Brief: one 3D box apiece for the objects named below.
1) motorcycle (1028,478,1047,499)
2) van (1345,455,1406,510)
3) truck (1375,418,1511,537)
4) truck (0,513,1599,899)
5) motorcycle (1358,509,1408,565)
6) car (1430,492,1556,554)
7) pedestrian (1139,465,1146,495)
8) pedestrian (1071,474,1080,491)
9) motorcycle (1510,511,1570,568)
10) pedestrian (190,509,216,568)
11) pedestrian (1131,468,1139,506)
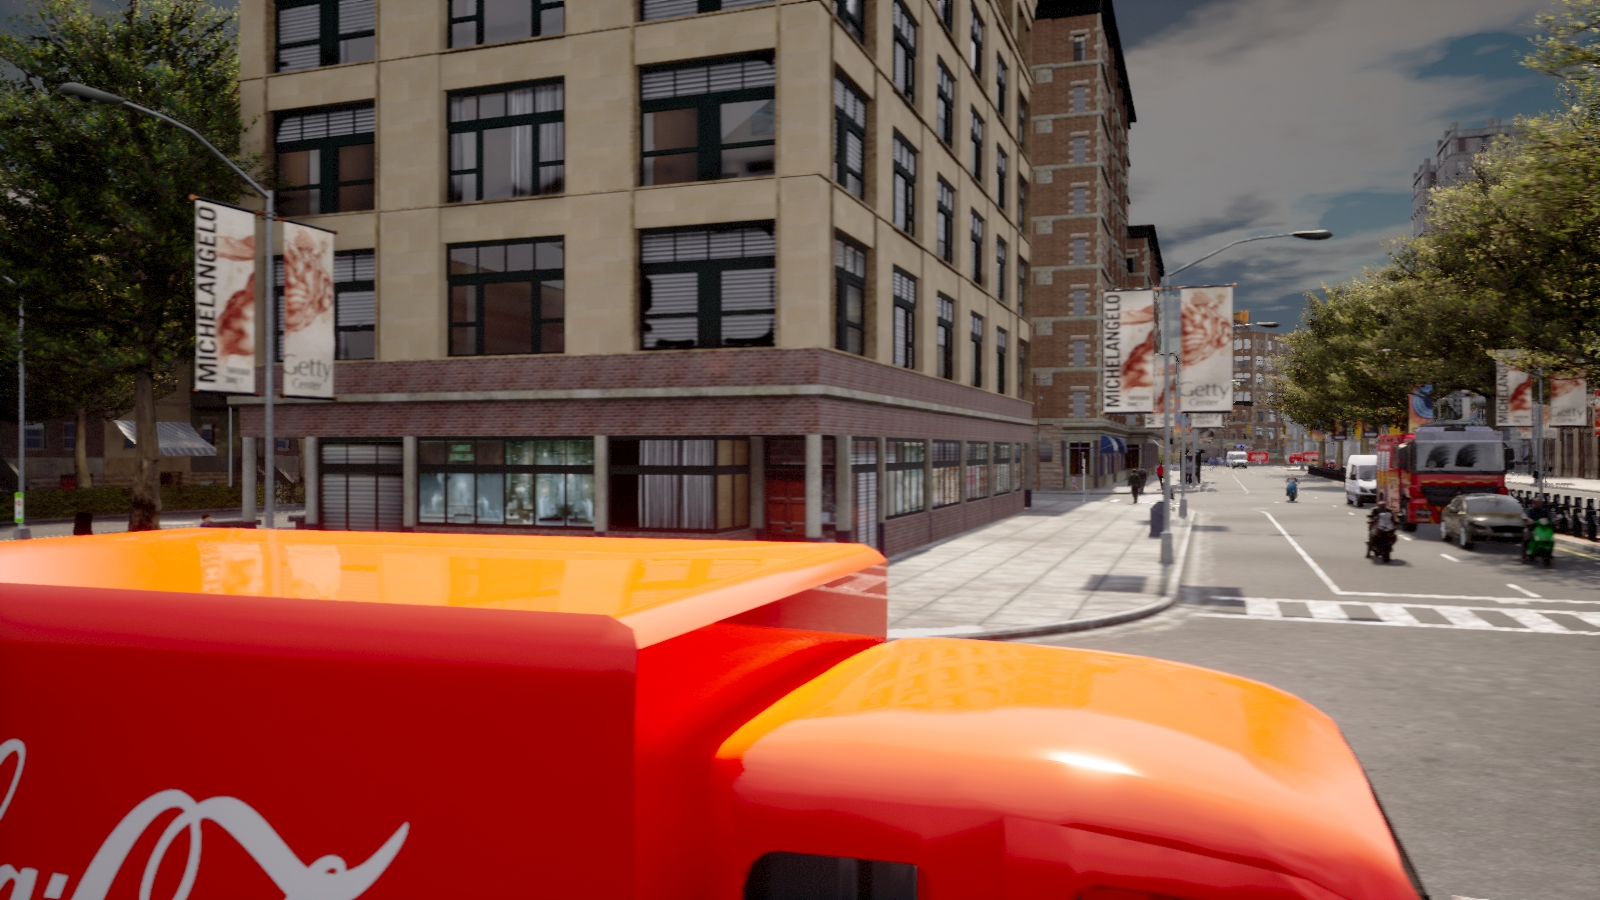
[{"bbox_3d":[13.666,2.212,65.704,0.803,1.145,2.033,0,0,20],"label":"motorcycle"},{"bbox_3d":[28.465,1.534,56.710,1.988,2.561,5.915,0,0,20],"label":"van"},{"bbox_3d":[22.857,0.890,41.102,2.891,3.827,8.468,0,0,20],"label":"truck"},{"bbox_3d":[-0.763,1.564,3.615,5.204,2.467,2.627,0,0,19],"label":"truck"},{"bbox_3d":[14.896,2.205,29.246,0.867,1.251,2.209,0,0,20],"label":"motorcycle"},{"bbox_3d":[20.091,2.061,33.379,2.231,1.480,4.892,0,0,20],"label":"car"},{"bbox_3d":[21.164,1.848,70.677,0.375,1.860,0.375,0,0,23],"label":"pedestrian"},{"bbox_3d":[17.759,2.075,73.745,0.500,1.100,0.500,0,0,23],"label":"pedestrian"},{"bbox_3d":[18.203,2.182,28.140,0.856,1.236,1.805,0,0,20],"label":"motorcycle"},{"bbox_3d":[-13.337,1.976,25.540,0.375,1.300,0.375,0,0,7],"label":"pedestrian"},{"bbox_3d":[16.818,1.848,57.352,0.375,1.860,0.375,0,0,19],"label":"pedestrian"}]
